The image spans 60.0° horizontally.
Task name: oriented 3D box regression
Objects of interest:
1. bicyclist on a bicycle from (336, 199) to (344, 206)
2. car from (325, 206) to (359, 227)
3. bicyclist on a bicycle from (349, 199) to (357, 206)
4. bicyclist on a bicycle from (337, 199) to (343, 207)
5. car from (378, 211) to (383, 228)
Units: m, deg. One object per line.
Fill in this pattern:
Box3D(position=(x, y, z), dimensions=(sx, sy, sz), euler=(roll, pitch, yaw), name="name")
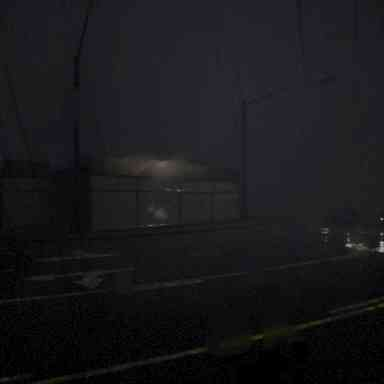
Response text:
Box3D(position=(31.613, 2.390, 71.029), dimensions=(1.656, 1.620, 0.582), euler=(-8, 4, -2), name="bicyclist on a bicycle")
Box3D(position=(11.895, 1.850, 26.215), dimensions=(1.882, 1.535, 5.008), euler=(-1, -1, 34), name="car")
Box3D(position=(36.575, 2.371, 75.665), dimensions=(1.656, 1.620, 0.582), euler=(1, -2, 34), name="bicyclist on a bicycle")
Box3D(position=(32.008, 2.314, 71.938), dimensions=(1.656, 1.620, 0.582), euler=(0, 1, -37), name="bicyclist on a bicycle")
Box3D(position=(14.911, 1.869, 24.418), dimensions=(1.812, 1.442, 4.674), euler=(-1, -1, 34), name="car")
